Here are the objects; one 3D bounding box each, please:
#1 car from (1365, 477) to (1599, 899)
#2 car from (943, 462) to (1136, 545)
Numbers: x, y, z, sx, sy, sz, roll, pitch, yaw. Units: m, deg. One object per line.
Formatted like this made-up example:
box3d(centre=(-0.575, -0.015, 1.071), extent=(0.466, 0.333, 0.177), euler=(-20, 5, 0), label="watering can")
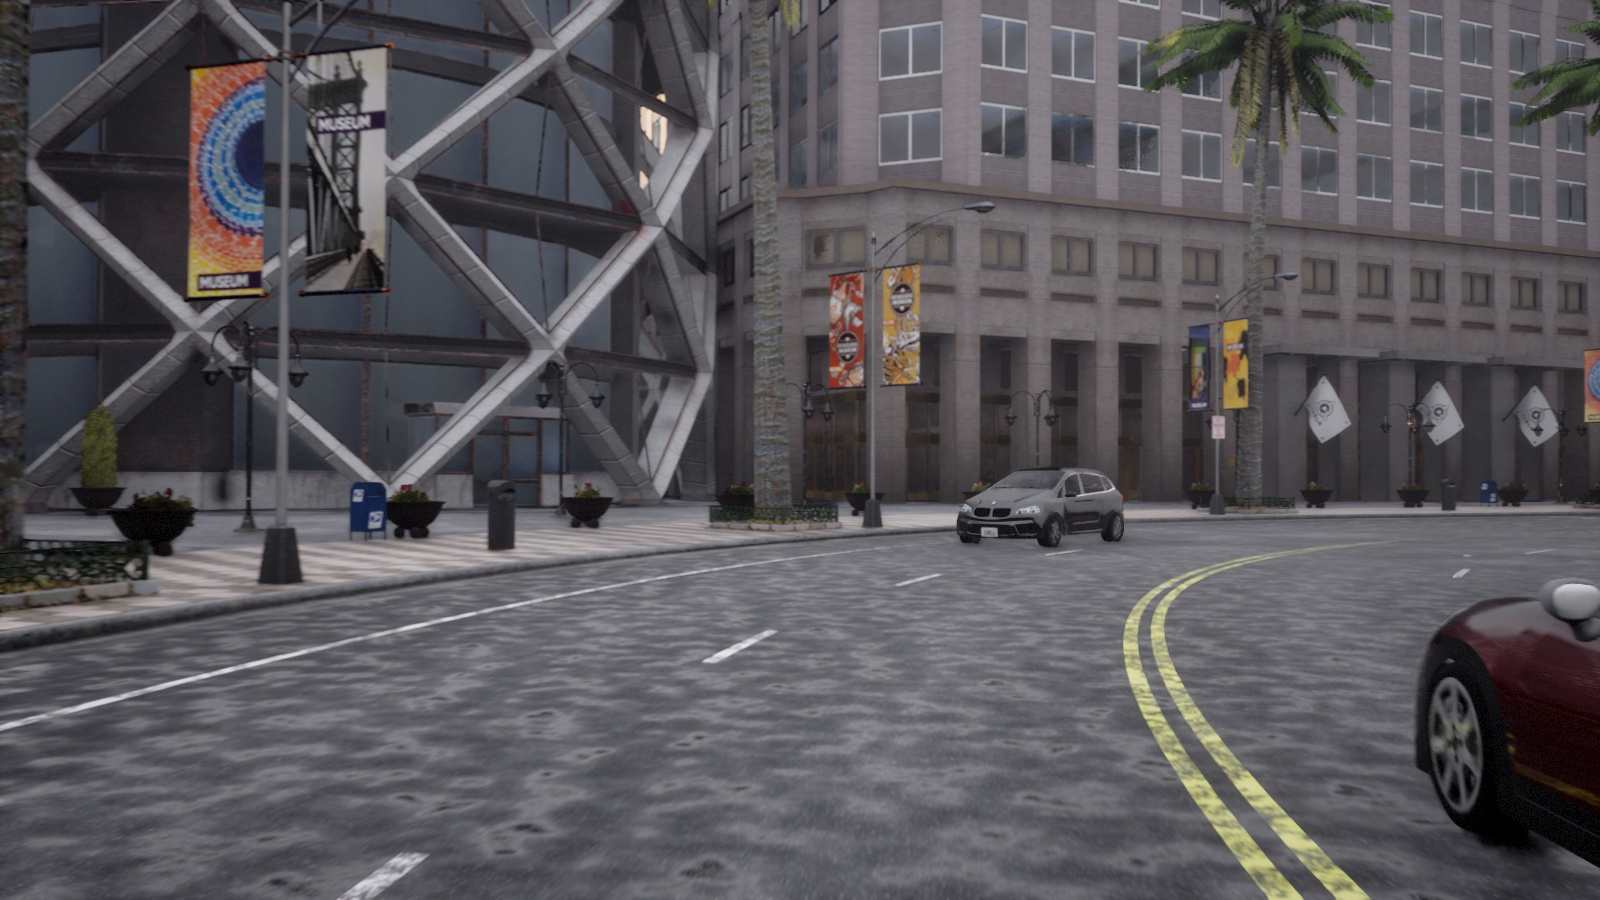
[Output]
box3d(centre=(3.737, 0.843, 4.445), extent=(1.970, 1.475, 3.806), euler=(0, -1, 4), label="car")
box3d(centre=(5.377, 1.107, 27.743), extent=(2.242, 1.667, 4.611), euler=(-1, -1, 39), label="car")
